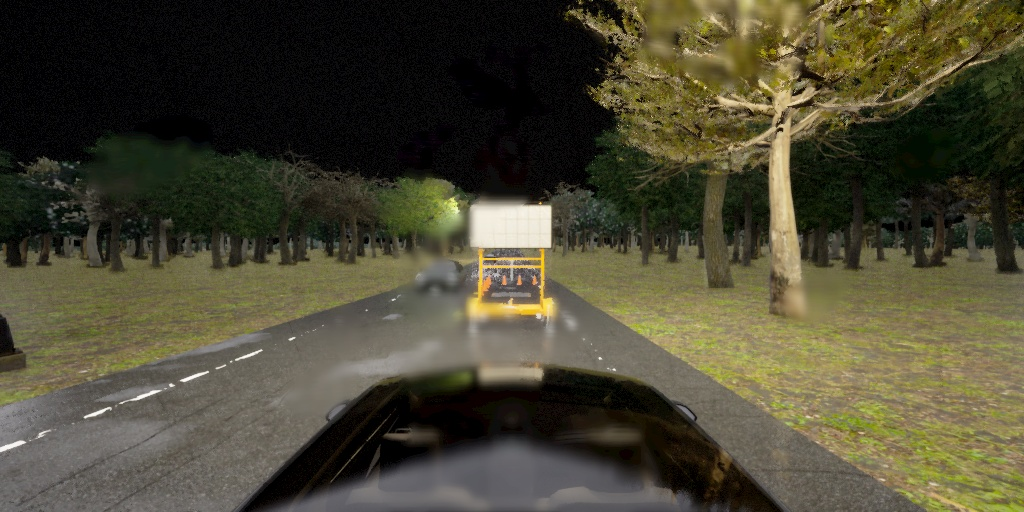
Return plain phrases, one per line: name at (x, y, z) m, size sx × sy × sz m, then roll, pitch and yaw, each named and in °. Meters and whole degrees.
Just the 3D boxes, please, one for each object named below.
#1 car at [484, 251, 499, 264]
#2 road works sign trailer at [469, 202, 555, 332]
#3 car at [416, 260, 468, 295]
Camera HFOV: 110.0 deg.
car at (-3.618, 0.446, 59.057) m, size 1.812 × 1.442 × 4.674 m, roll 0°, pitch 2°, yaw 0°
road works sign trailer at (-0.006, 0.194, 10.732) m, size 2.380 × 3.560 × 2.880 m, roll 0°, pitch 0°, yaw 0°
car at (-3.612, 1.023, 19.157) m, size 2.097 × 1.767 × 4.553 m, roll 0°, pitch 1°, yaw 0°
